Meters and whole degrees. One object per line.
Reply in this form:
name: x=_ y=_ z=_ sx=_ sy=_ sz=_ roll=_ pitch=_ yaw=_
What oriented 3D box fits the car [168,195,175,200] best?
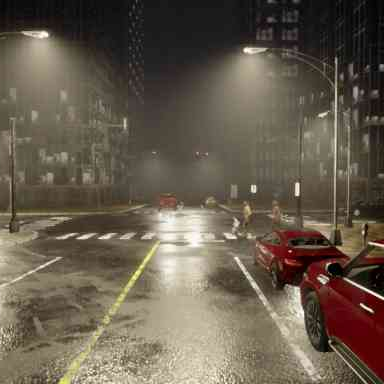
car: x=-5.665 y=1.491 z=92.331 sx=1.802 sy=1.307 sz=4.206 roll=-1 pitch=0 yaw=0

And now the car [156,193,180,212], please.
car: x=-2.862 y=1.198 z=38.948 sx=2.150 sy=2.045 sz=5.566 roll=0 pitch=0 yaw=-4

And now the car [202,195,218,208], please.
car: x=2.808 y=1.495 z=48.331 sx=1.752 sy=1.417 sz=4.829 roll=-1 pitch=0 yaw=0

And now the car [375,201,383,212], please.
car: x=16.129 y=1.537 z=24.069 sx=4.313 sy=1.339 sz=1.947 roll=0 pitch=1 yaw=-5

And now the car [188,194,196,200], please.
car: x=0.003 y=1.232 z=84.229 sx=1.882 sy=1.535 sz=5.008 roll=0 pitch=0 yaw=0

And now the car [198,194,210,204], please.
car: x=2.715 y=1.267 z=63.412 sx=2.192 sy=1.841 sz=5.009 roll=-1 pitch=0 yaw=0

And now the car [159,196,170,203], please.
car: x=-5.667 y=1.509 z=69.636 sx=1.947 sy=1.339 sz=4.313 roll=-1 pitch=0 yaw=0

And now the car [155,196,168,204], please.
car: x=-5.837 y=1.517 z=63.962 sx=1.947 sy=1.339 sz=4.313 roll=-1 pitch=0 yaw=0

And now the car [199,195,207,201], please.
car: x=2.681 y=1.493 z=80.922 sx=1.947 sy=1.339 sz=4.313 roll=-1 pitch=0 yaw=0

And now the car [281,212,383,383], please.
car: x=2.672 y=1.314 z=3.168 sx=2.192 sy=1.841 sz=5.009 roll=-1 pitch=0 yaw=0

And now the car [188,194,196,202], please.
car: x=0.003 y=1.524 z=74.255 sx=1.895 sy=1.301 sz=4.718 roll=0 pitch=0 yaw=0

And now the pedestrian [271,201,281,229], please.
pedestrian: x=3.889 y=1.286 z=15.274 sx=0.375 sy=1.860 sz=0.375 roll=-1 pitch=1 yaw=0

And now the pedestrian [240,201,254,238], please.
pedestrian: x=2.625 y=1.286 z=15.949 sx=0.375 sy=1.860 sz=0.375 roll=-1 pitch=1 yaw=0

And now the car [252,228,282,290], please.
car: x=2.679 y=1.578 z=8.793 sx=1.802 sy=1.307 sz=4.206 roll=-1 pitch=0 yaw=0

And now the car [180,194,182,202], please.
car: x=-3.081 y=1.439 z=55.980 sx=1.882 sy=1.535 sz=5.008 roll=0 pitch=0 yaw=0

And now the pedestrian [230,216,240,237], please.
pedestrian: x=2.203 y=1.665 z=16.551 sx=0.500 sy=1.100 sz=0.500 roll=-1 pitch=1 yaw=0

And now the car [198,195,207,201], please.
car: x=2.682 y=1.469 z=86.595 sx=2.008 sy=1.369 sz=4.403 roll=-1 pitch=0 yaw=0

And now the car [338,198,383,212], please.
car: x=15.651 y=1.356 z=29.844 sx=4.892 sy=1.490 sz=1.837 roll=0 pitch=1 yaw=-5
